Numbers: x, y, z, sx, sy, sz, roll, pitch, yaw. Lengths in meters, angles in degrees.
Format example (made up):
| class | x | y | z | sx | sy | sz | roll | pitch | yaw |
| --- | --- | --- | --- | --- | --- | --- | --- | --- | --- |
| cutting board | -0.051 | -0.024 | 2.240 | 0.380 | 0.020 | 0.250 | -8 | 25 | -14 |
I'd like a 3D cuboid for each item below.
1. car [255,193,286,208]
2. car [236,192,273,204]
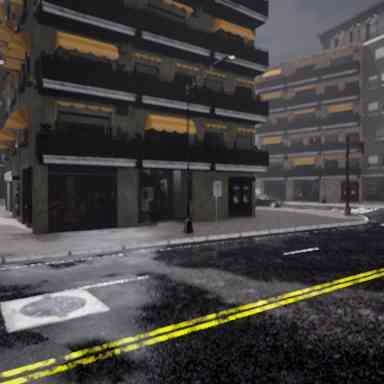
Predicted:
| class | x | y | z | sx | sy | sz | roll | pitch | yaw |
| --- | --- | --- | --- | --- | --- | --- | --- | --- | --- |
| car | 7.415 | 0.938 | 34.223 | 4.403 | 1.369 | 2.008 | 1 | 0 | 38 |
| car | 8.318 | 0.792 | 44.201 | 4.403 | 1.369 | 2.008 | 1 | 0 | 38 |
